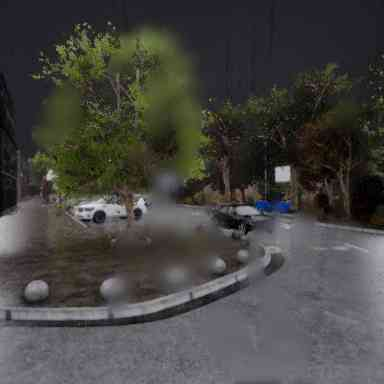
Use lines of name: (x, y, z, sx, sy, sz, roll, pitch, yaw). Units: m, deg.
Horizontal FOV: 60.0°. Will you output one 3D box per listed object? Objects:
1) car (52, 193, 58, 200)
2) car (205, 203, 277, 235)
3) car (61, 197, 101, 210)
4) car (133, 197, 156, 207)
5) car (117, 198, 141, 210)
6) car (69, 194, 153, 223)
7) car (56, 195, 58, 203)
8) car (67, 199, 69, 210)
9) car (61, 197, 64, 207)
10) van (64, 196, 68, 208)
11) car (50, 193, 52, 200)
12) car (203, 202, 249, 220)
car: (-19.892, 1.248, 55.910, 5.566, 2.045, 2.435, -1, 0, -45)
car: (2.839, 1.473, 19.118, 1.882, 1.535, 5.008, 0, 0, -23)
car: (-14.912, 1.528, 44.965, 4.674, 1.452, 2.002, -1, 0, -45)
car: (-7.419, 1.494, 51.365, 2.128, 1.511, 4.902, 0, 0, -25)
car: (-8.224, 1.505, 43.078, 1.837, 1.490, 4.892, 0, 0, -24)
car: (-6.129, 1.232, 25.836, 5.566, 2.045, 2.435, -1, 1, -45)
car: (-18.642, 1.525, 53.182, 4.792, 1.488, 2.163, -1, 0, -45)
car: (-8.506, 1.479, 31.450, 5.366, 1.575, 1.946, -1, 0, -45)
car: (-12.399, 1.486, 39.504, 5.008, 1.535, 2.097, -1, 1, -45)
van: (-11.235, 1.261, 36.688, 4.442, 1.987, 1.878, -1, 1, -45)
car: (-23.650, 1.266, 64.106, 5.566, 2.045, 2.435, -1, 0, -45)
car: (2.857, 1.596, 29.076, 1.895, 1.301, 4.718, 0, 0, -24)
